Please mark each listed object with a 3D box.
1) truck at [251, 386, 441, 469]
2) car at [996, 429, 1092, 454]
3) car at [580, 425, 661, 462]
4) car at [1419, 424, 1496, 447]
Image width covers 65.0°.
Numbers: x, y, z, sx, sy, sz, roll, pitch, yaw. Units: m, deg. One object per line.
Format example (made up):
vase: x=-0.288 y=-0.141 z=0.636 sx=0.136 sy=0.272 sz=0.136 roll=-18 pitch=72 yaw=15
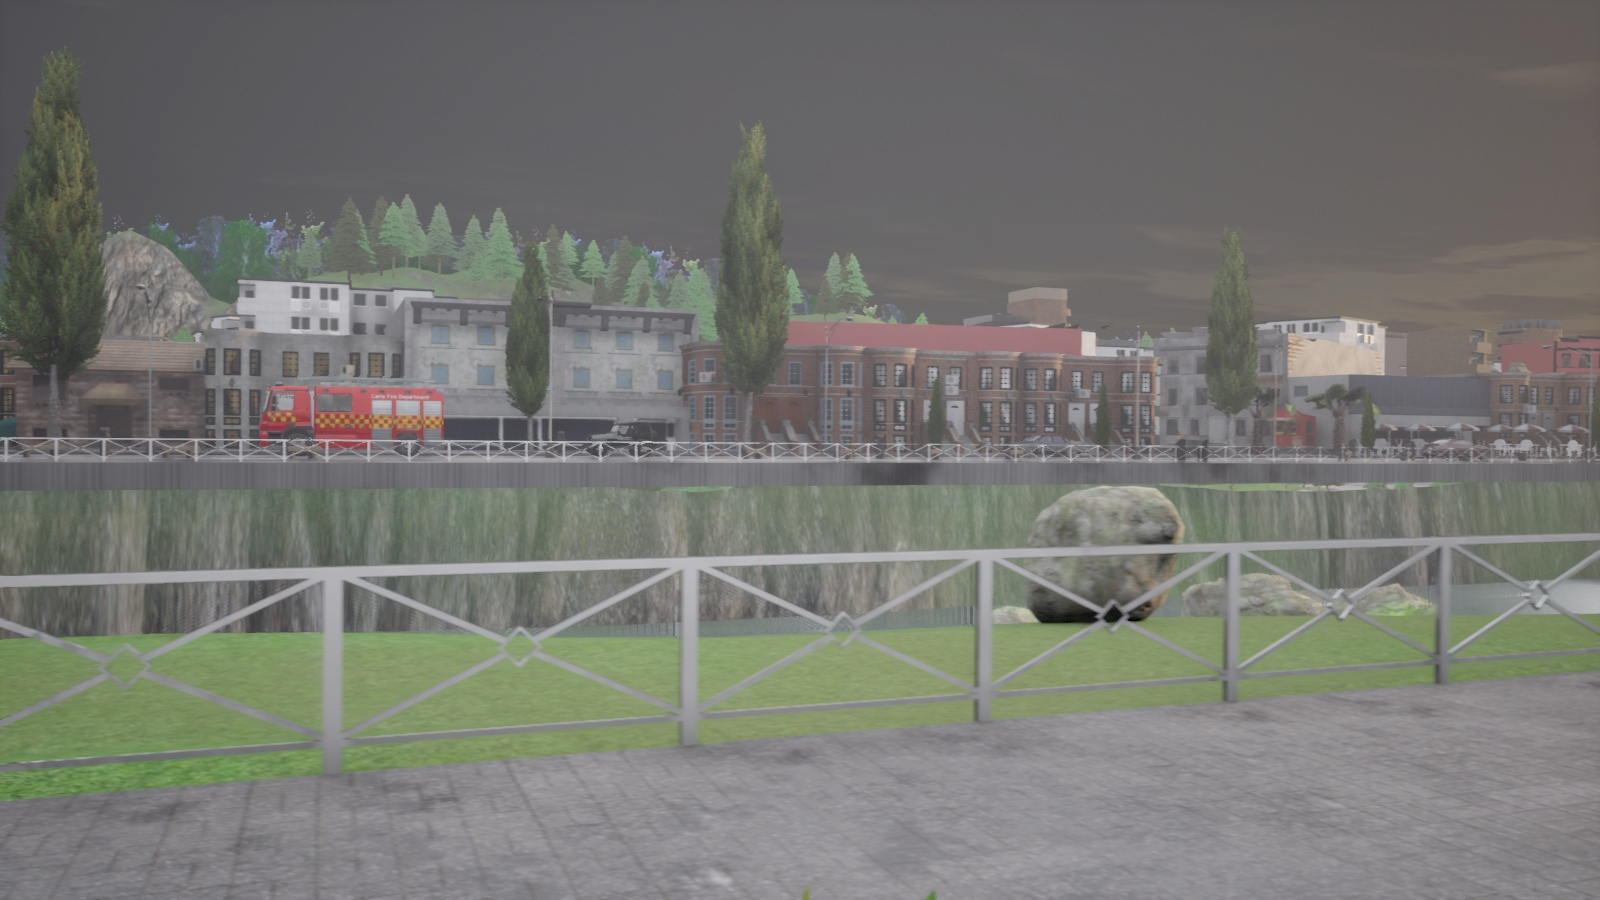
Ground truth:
truck: x=-22.070 y=-1.126 z=61.321 sx=8.468 sy=3.827 sz=2.891 roll=-1 pitch=1 yaw=-21
car: x=14.612 y=-0.537 z=75.264 sx=5.357 sy=1.411 sz=2.033 roll=-1 pitch=1 yaw=-21
car: x=-9.457 y=-0.380 z=66.122 sx=3.866 sy=1.878 sz=1.905 roll=-1 pitch=1 yaw=-21
car: x=42.784 y=-0.968 z=81.684 sx=4.674 sy=1.442 sz=1.812 roll=-1 pitch=1 yaw=-21
